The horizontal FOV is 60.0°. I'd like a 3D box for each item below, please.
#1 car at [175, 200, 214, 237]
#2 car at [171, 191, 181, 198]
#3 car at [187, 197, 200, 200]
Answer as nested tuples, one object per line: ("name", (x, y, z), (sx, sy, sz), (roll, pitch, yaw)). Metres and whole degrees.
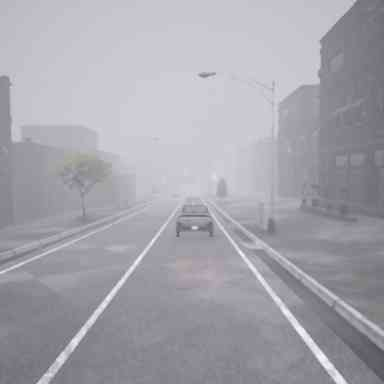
("car", (0.129, 1.399, 17.605), (2.128, 1.511, 4.902), (0, 1, 0))
("car", (-3.355, 0.510, 69.333), (2.033, 1.411, 5.357), (0, 1, 0))
("car", (0.157, 1.191, 35.819), (2.033, 1.411, 5.357), (0, 1, 0))
